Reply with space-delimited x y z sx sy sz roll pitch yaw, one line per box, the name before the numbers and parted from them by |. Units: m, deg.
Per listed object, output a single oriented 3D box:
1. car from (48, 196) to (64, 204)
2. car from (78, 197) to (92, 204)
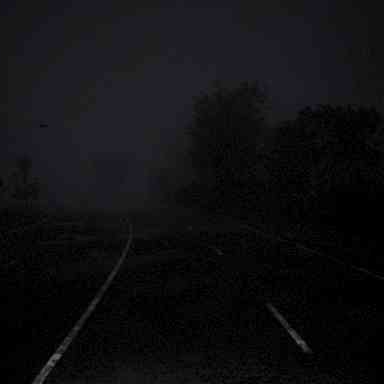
car | -34.371 2.059 83.124 5.008 1.535 1.882 0 3 45
car | -25.307 1.889 78.313 1.837 1.490 4.892 -3 1 -40
